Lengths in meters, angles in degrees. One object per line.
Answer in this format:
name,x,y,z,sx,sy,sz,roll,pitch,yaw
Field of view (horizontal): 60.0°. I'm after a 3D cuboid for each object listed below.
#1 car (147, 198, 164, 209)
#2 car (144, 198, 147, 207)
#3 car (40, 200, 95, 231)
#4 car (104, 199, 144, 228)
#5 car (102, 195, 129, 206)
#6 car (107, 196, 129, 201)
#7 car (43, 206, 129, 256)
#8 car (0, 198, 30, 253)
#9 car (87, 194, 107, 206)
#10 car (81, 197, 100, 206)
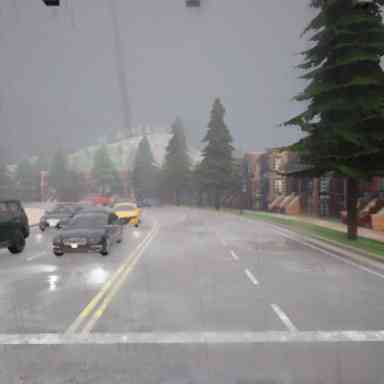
car,-5.939,1.579,47.043,2.033,1.411,5.357,0,0,-36
car,-8.560,1.582,44.664,2.033,1.411,5.357,0,0,-36
car,-7.815,1.514,20.641,2.128,1.511,4.902,0,0,-5
car,-4.498,1.496,22.677,1.882,1.535,5.008,0,0,-6
car,-12.616,1.398,54.890,4.553,1.767,2.097,0,0,42
car,-6.877,1.378,33.084,2.097,1.767,4.553,0,0,-21
car,-3.933,1.518,13.300,1.837,1.490,4.892,0,0,-2
car,-7.339,1.239,10.737,2.150,2.045,5.566,0,0,-2
car,-15.423,1.271,52.720,5.566,2.045,2.150,0,0,42
car,-10.758,1.560,33.568,1.812,1.442,4.674,0,0,-24
